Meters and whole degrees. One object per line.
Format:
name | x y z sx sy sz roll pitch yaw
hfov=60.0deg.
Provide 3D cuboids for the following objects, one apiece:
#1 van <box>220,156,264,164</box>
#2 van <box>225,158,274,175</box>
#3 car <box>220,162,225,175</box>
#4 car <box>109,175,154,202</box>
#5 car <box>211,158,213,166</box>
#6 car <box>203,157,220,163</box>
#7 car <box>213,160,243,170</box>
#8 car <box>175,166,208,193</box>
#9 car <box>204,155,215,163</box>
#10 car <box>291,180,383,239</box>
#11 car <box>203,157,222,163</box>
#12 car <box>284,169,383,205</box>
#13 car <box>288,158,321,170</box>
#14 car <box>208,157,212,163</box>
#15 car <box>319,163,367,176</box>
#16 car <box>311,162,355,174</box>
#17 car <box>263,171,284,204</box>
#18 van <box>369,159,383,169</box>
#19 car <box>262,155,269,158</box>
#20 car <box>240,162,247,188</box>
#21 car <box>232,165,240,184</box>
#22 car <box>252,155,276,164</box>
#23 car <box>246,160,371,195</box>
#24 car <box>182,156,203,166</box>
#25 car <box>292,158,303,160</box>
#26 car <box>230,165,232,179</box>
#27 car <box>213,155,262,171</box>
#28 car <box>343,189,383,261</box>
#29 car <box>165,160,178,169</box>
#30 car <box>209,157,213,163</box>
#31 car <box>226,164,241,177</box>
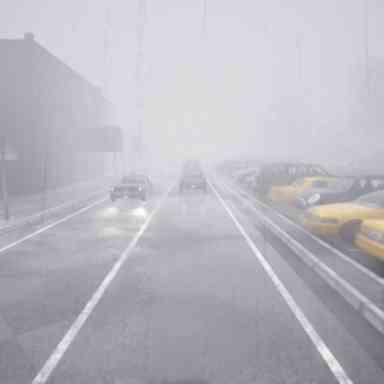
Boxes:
van | 6.061 -3.010 40.547 4.442 1.987 1.878 0 7 0
van | 6.092 -2.342 35.057 4.442 1.987 1.878 0 7 0
car | 5.962 -2.403 37.774 4.674 1.452 2.002 0 7 0
car | -3.370 -0.288 19.102 1.895 1.301 4.718 0 6 0
car | 6.065 -4.162 51.794 5.366 1.575 1.946 0 7 0
car | 5.381 -8.845 91.536 4.674 1.452 2.002 0 7 0
car | 5.867 -4.462 54.603 4.674 1.452 2.002 0 7 0
car | 0.065 -0.812 22.973 2.128 1.511 4.902 0 6 0
car | 5.462 -7.832 83.391 4.674 1.452 2.002 1 7 0
car | 5.935 0.569 9.651 5.366 1.575 1.946 0 6 0
car | 5.431 -8.512 88.773 4.792 1.488 2.163 0 7 0
car | 6.136 0.153 12.450 4.553 1.767 2.185 0 6 0
car | 18.412 -4.627 54.690 4.553 1.767 2.185 0 7 0
car | 5.861 -5.159 60.212 4.792 1.488 2.163 0 7 0
car | 18.490 -2.773 40.818 4.792 1.488 2.163 0 7 0
car | 18.474 -3.116 43.621 4.792 1.488 2.163 0 7 0
car | 6.273 -0.018 15.274 5.366 1.575 1.946 0 6 0
van | 18.462 -1.710 29.428 4.442 1.987 1.878 0 6 0
car | 18.497 -7.978 83.334 4.553 1.767 2.185 0 7 0
car | 6.072 -1.021 23.692 4.553 1.767 2.185 0 6 0
car | 6.019 -1.190 26.515 5.008 1.535 2.097 0 6 0
car | 18.534 -8.446 86.083 5.566 2.045 2.435 0 7 0
car | 6.101 -0.559 18.058 5.566 2.045 2.435 0 6 0
car | -0.025 -2.922 39.488 2.150 2.045 5.566 0 7 0
car | 18.453 -4.174 52.026 5.008 1.535 2.097 0 7 0
car | 6.005 -1.444 29.329 4.674 1.452 2.002 0 6 0
car | 5.900 -3.379 43.348 5.566 2.045 2.435 0 7 0
car | 6.322 0.863 6.843 5.366 1.575 1.946 0 6 0
car | -3.604 -4.956 59.093 1.837 1.490 4.892 0 7 0
car | 5.850 -4.805 57.407 4.674 1.452 2.002 0 7 0
car | 5.994 -1.743 32.148 4.674 1.452 2.002 0 6 0
